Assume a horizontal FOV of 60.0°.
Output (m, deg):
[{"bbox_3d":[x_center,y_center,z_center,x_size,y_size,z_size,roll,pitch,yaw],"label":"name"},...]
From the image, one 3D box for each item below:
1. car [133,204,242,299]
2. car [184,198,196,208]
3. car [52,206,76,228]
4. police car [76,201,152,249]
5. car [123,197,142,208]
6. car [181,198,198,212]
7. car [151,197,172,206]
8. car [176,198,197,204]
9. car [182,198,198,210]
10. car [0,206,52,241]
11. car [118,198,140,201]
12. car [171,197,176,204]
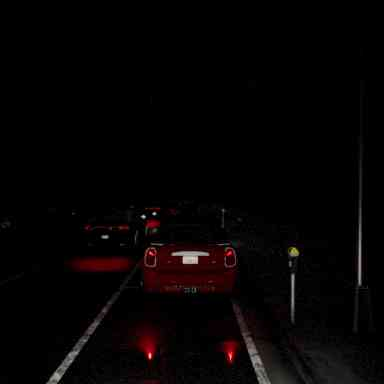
[{"bbox_3d":[-0.033,1.350,8.622,2.097,1.767,4.553,0,0,0],"label":"car"},{"bbox_3d":[-0.276,1.554,49.696,1.802,1.307,4.206,-1,0,0],"label":"car"},{"bbox_3d":[-8.822,1.575,21.767,1.802,1.307,4.206,-1,0,0],"label":"car"},{"bbox_3d":[-3.147,1.421,14.616,1.930,1.638,5.238,0,0,0],"label":"police car"},{"bbox_3d":[-8.822,1.516,49.695,1.887,1.381,4.507,-1,0,0],"label":"car"},{"bbox_3d":[-0.279,1.507,38.694,1.752,1.417,4.829,-1,0,0],"label":"car"},{"bbox_3d":[-3.054,1.496,29.579,1.837,1.490,4.892,0,1,0],"label":"car"},{"bbox_3d":[-0.280,1.537,32.939,2.008,1.369,4.403,-1,0,0],"label":"car"},{"bbox_3d":[-0.277,1.543,44.111,1.947,1.339,4.313,-1,0,0],"label":"car"},{"bbox_3d":[-8.823,1.435,16.181,1.967,1.590,4.097,-1,0,0],"label":"car"},{"bbox_3d":[-6.238,1.339,31.556,2.097,1.767,4.553,0,0,0],"label":"car"},{"bbox_3d":[-3.054,1.453,45.466,1.882,1.535,5.008,0,0,0],"label":"car"}]
